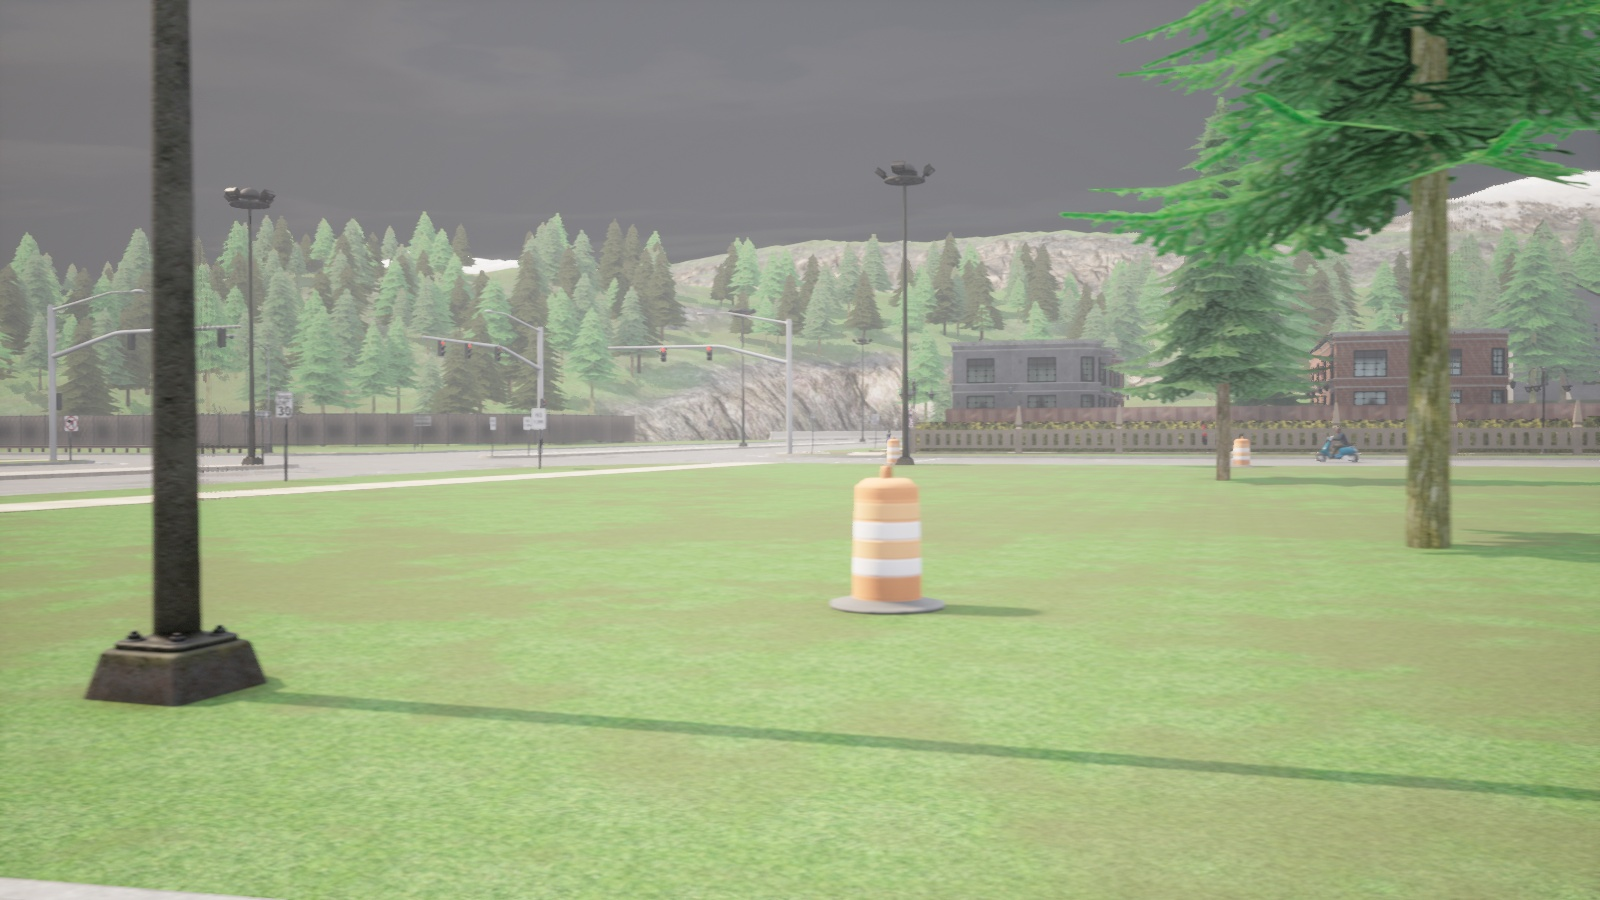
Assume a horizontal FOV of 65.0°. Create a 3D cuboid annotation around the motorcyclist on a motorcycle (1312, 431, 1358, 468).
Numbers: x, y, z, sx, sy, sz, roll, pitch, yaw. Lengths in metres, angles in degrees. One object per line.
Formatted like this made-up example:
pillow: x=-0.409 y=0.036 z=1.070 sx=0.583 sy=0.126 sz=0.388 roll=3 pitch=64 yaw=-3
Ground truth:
motorcyclist on a motorcycle: x=23.944 y=-0.031 z=56.275 sx=1.817 sy=1.590 sz=0.866 roll=1 pitch=1 yaw=18
